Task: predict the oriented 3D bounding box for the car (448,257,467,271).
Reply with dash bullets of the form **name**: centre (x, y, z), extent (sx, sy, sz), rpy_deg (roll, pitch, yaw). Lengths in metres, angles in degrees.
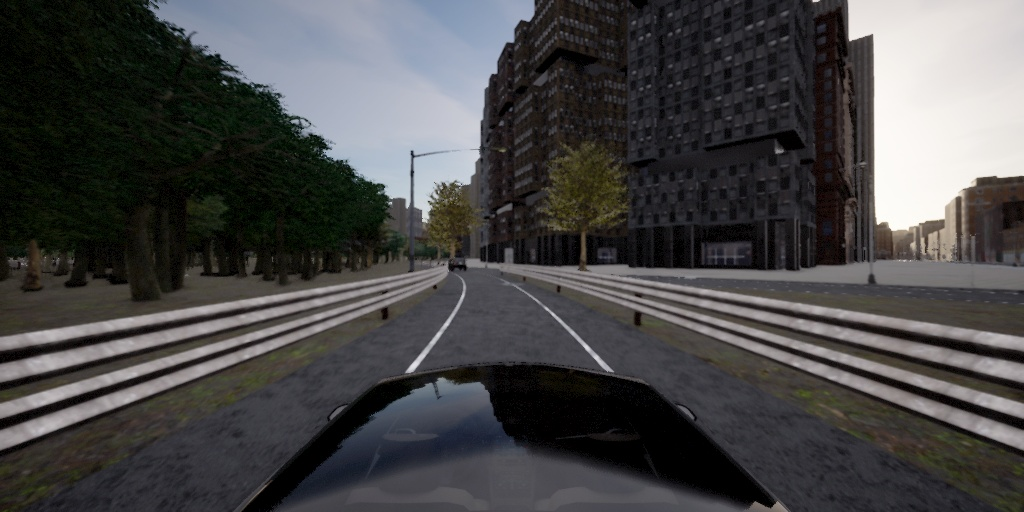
- **car**: centre (-8.398, 1.227, 54.912), extent (2.150, 2.045, 5.566), rpy_deg (0, 0, -20)
